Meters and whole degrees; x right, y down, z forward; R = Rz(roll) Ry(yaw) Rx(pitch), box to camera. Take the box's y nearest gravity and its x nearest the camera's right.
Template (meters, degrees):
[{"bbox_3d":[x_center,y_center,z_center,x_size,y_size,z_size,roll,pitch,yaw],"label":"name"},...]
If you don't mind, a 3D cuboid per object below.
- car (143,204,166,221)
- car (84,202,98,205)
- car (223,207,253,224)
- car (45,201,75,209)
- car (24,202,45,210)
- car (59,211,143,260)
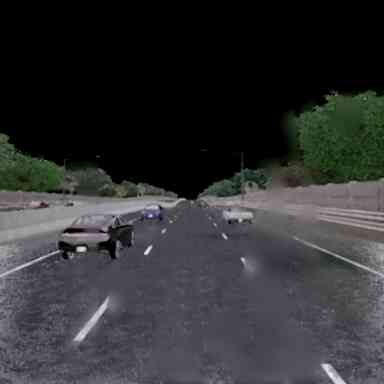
[{"bbox_3d":[-3.393,1.805,29.589,1.812,1.442,4.674,0,-1,0],"label":"car"},{"bbox_3d":[-14.066,2.100,46.502,1.994,1.385,4.181,0,-1,0],"label":"car"},{"bbox_3d":[3.608,1.842,26.928,1.895,1.301,4.718,0,-1,0],"label":"car"},{"bbox_3d":[-17.570,2.010,45.446,2.128,1.511,4.902,0,-1,0],"label":"car"},{"bbox_3d":[-21.068,2.044,45.307,1.812,1.442,4.674,0,-1,0],"label":"car"},{"bbox_3d":[-3.395,1.569,12.646,2.128,1.511,4.902,0,0,0],"label":"car"}]
